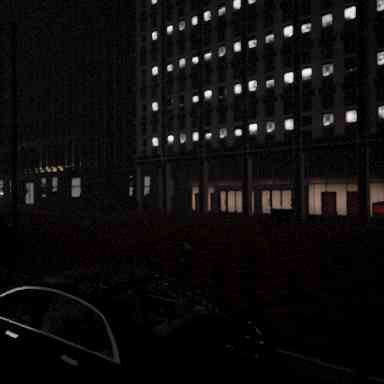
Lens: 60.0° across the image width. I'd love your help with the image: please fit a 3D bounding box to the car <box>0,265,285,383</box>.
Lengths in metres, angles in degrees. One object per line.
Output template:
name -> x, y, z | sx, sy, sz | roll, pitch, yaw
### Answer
car -> -1.211, 1.533, 3.756 | 4.403, 1.369, 2.008 | 0, -1, 36
